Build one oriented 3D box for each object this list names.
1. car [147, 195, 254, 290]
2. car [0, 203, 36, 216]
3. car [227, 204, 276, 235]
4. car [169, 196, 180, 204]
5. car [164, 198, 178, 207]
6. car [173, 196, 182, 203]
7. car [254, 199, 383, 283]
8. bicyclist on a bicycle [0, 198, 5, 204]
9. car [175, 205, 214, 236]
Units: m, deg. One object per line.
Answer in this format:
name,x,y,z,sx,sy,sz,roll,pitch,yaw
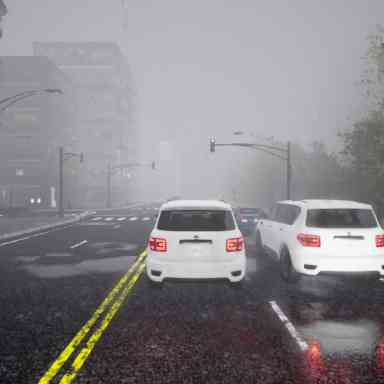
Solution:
car,0.108,1.222,9.212,2.150,2.045,5.566,0,0,1
car,-19.033,1.846,34.868,4.718,1.301,1.895,-1,0,-3
car,3.374,1.551,19.965,2.033,1.411,5.357,0,0,0
car,-3.239,1.554,62.933,1.812,1.442,4.674,0,0,0
car,-3.280,1.621,52.778,1.895,1.301,4.718,0,0,0
car,-3.167,1.539,73.169,1.837,1.490,4.892,0,0,0
car,3.363,1.222,9.785,2.150,2.045,5.566,0,0,0
bicyclist on a bicycle,-24.828,1.591,43.517,0.582,1.620,1.656,-1,0,-1
car,0.123,1.551,19.768,2.033,1.411,5.357,0,0,0
